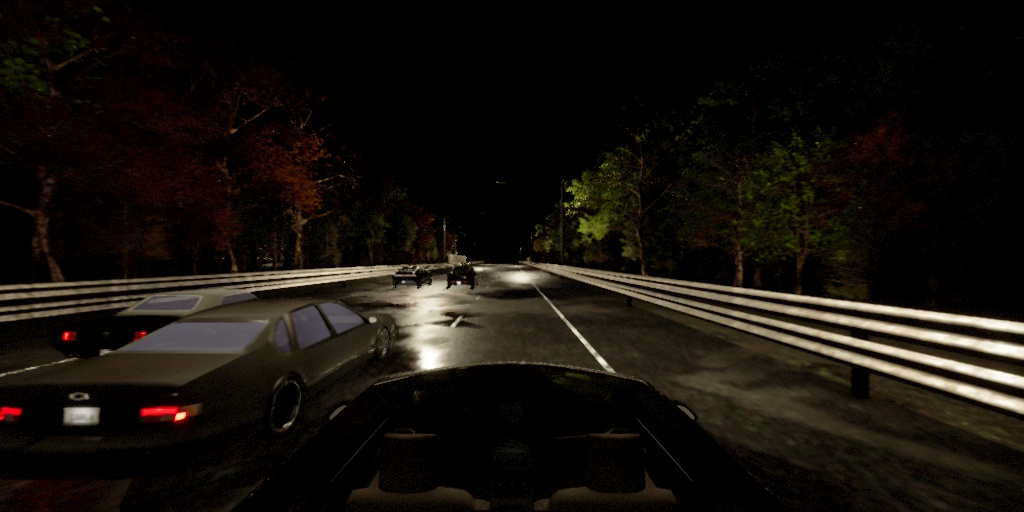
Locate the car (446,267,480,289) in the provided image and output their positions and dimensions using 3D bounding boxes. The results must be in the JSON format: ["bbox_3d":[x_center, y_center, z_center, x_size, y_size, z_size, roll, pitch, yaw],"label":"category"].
[{"bbox_3d":[-3.420,1.501,25.458,1.837,1.490,4.892,0,-1,0],"label":"car"}]

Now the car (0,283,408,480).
[{"bbox_3d":[-3.408,1.336,5.348,2.033,1.411,5.357,0,-1,0],"label":"car"}]

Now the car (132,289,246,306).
[{"bbox_3d":[-6.907,1.421,8.380,1.895,1.301,4.718,0,-1,0],"label":"car"}]

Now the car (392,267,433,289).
[{"bbox_3d":[-6.920,1.487,25.357,2.128,1.511,4.902,0,-1,0],"label":"car"}]
